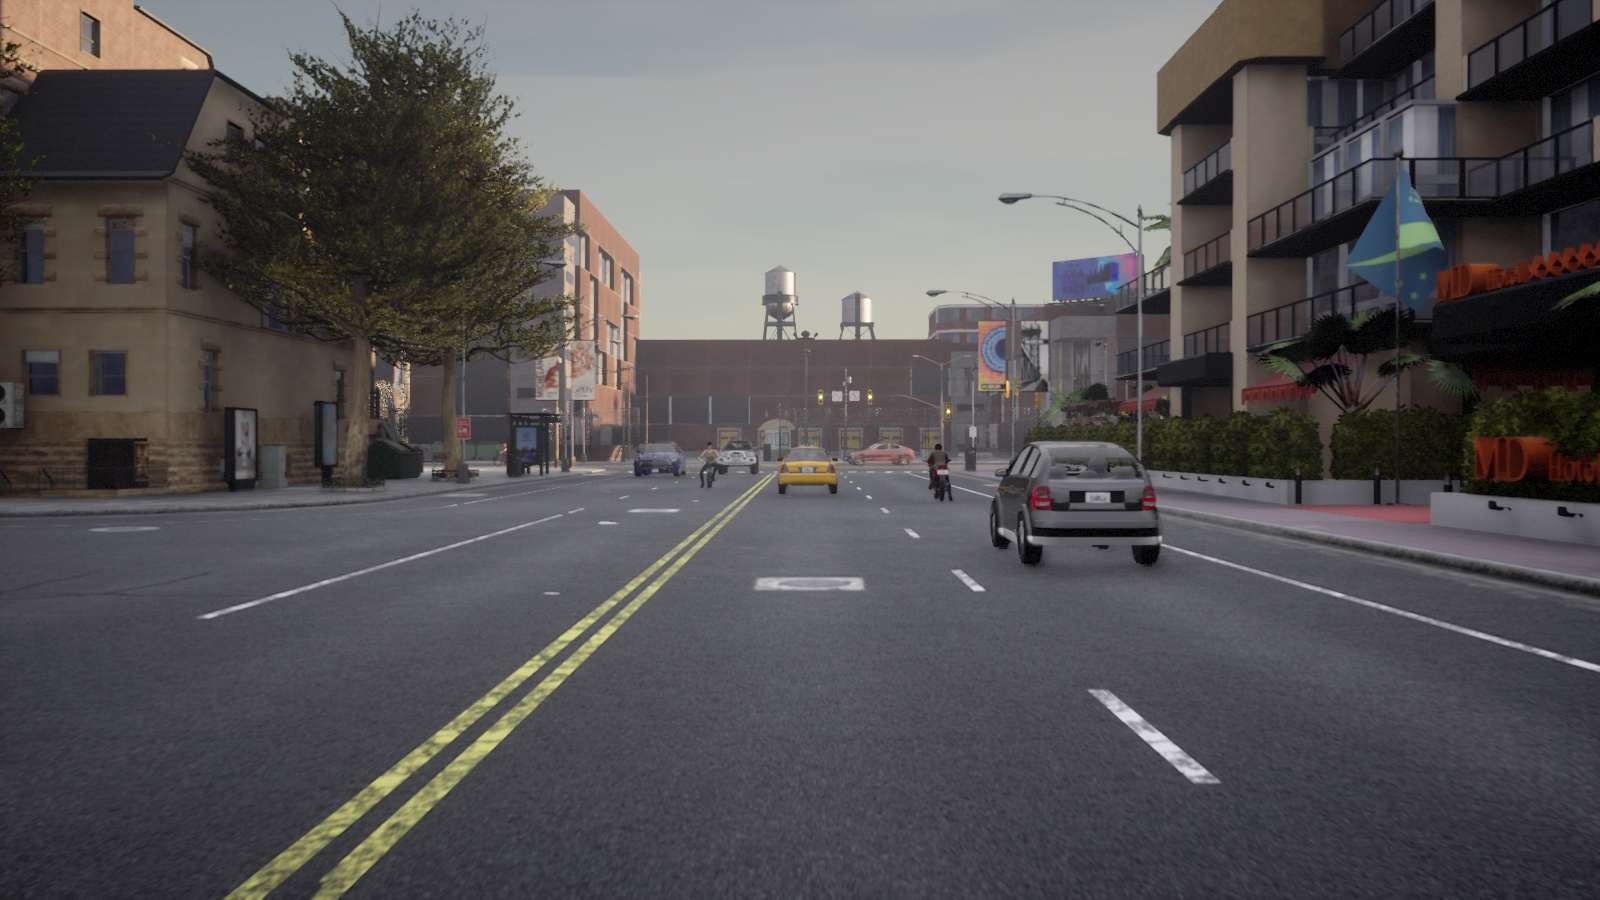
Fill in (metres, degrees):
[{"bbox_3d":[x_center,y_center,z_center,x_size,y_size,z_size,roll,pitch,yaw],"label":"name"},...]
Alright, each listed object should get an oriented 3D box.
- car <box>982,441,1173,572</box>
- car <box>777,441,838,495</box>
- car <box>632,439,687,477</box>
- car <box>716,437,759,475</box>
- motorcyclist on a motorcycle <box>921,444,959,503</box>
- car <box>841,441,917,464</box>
[{"bbox_3d":[3.586,0.662,16.853,1.789,1.549,3.705,0,1,1],"label":"car"},{"bbox_3d":[0.241,0.526,39.522,1.801,1.575,5.366,0,0,0],"label":"car"},{"bbox_3d":[-6.643,0.358,59.759,2.097,1.767,4.553,0,0,0],"label":"car"},{"bbox_3d":[-3.121,0.308,63.760,1.932,1.855,4.605,0,-1,0],"label":"car"},{"bbox_3d":[3.706,0.596,33.425,0.797,1.523,2.044,0,0,0],"label":"motorcyclist on a motorcycle"},{"bbox_3d":[5.687,0.163,90.562,5.027,1.651,2.152,0,0,-12],"label":"car"}]
